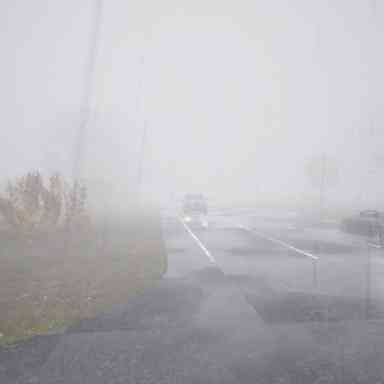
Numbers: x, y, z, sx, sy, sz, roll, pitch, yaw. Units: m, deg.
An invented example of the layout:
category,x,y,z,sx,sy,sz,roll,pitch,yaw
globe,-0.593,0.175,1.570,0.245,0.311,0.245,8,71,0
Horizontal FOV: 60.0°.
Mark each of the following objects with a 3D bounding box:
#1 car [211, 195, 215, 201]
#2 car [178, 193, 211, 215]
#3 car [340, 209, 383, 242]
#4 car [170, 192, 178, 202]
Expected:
category,x,y,z,sx,sy,sz,roll,pitch,yaw
car,3.434,1.249,68.746,1.994,1.385,4.181,0,0,-6
car,0.181,1.108,32.816,2.150,2.045,5.566,0,0,-6
car,8.970,1.502,15.968,1.994,1.385,4.181,0,0,-6
car,-3.185,1.259,65.073,1.812,1.442,4.674,0,0,-4
